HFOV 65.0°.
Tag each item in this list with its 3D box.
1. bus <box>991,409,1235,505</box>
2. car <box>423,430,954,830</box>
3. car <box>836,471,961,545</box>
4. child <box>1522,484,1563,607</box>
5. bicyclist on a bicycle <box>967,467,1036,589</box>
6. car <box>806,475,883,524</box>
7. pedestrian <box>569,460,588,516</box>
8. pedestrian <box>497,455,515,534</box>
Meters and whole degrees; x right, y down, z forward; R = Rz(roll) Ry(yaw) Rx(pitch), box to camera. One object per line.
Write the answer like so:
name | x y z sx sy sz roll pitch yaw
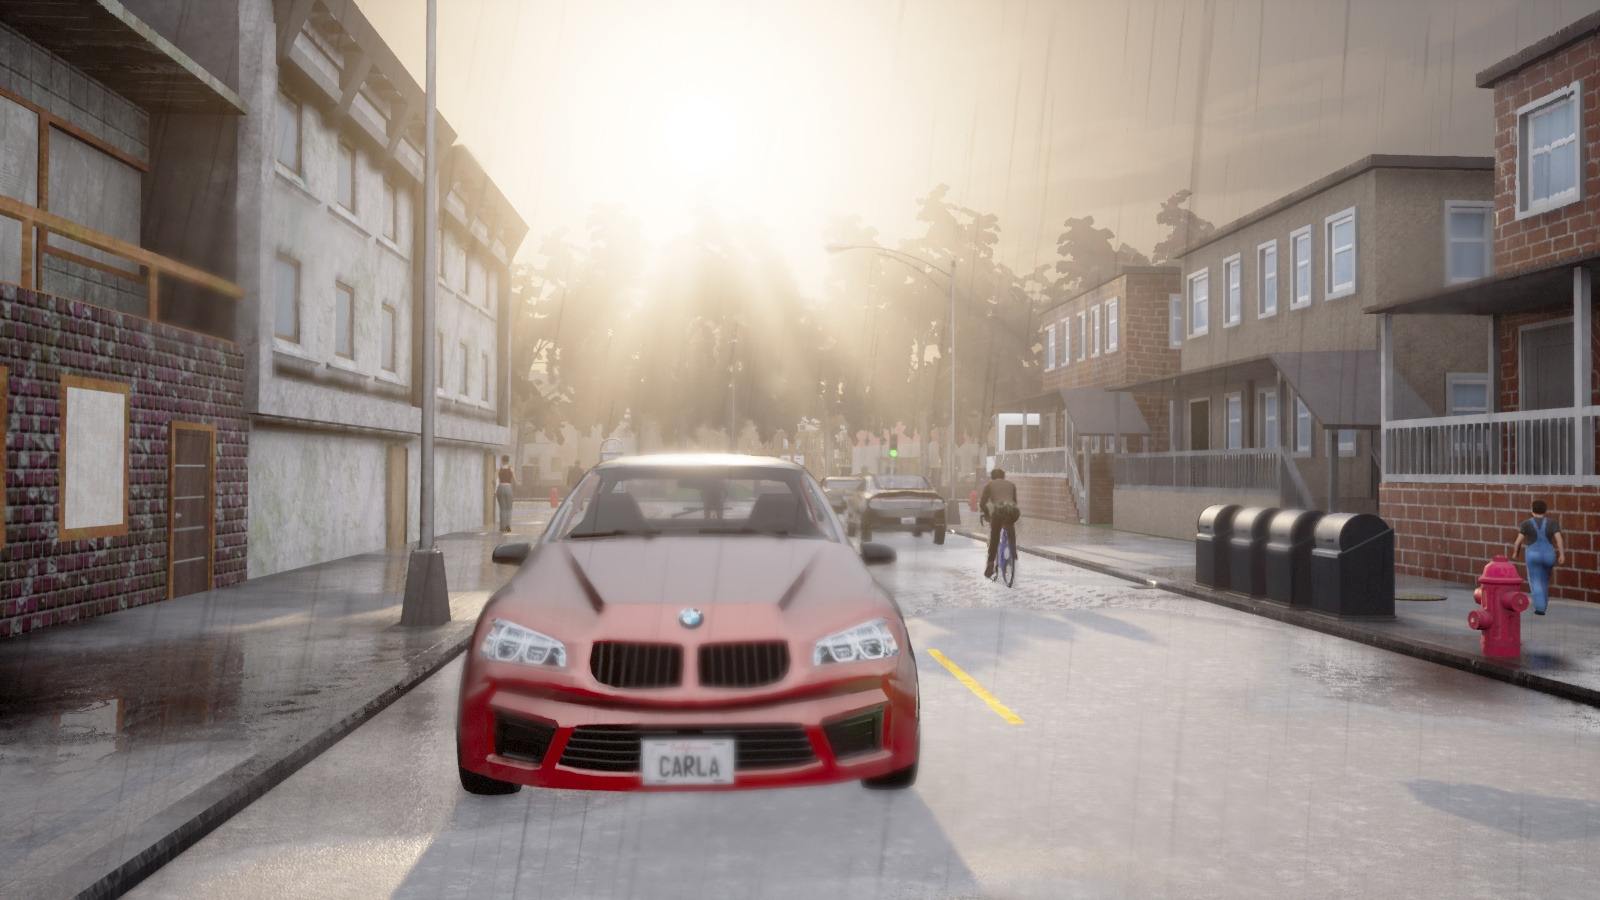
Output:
bus | 14.244 0.352 57.968 10.273 4.253 3.944 0 -1 1
car | -0.613 0.789 7.633 2.242 1.667 4.611 0 -1 -4
car | 2.103 1.237 28.320 2.128 1.511 4.902 0 -1 -3
child | 7.813 0.995 13.222 0.270 1.263 0.437 -1 -1 18
bicyclist on a bicycle | 2.780 1.049 17.480 0.582 1.620 1.656 0 -1 -4
car | 1.342 1.530 40.191 2.033 1.411 5.357 0 -1 -2
pedestrian | -7.386 1.254 41.832 0.402 1.842 0.726 0 -1 9
pedestrian | -6.951 1.050 29.702 0.345 1.836 0.594 0 -1 -4
